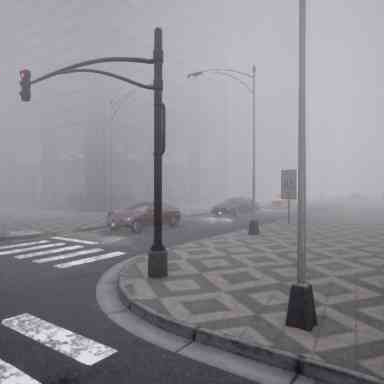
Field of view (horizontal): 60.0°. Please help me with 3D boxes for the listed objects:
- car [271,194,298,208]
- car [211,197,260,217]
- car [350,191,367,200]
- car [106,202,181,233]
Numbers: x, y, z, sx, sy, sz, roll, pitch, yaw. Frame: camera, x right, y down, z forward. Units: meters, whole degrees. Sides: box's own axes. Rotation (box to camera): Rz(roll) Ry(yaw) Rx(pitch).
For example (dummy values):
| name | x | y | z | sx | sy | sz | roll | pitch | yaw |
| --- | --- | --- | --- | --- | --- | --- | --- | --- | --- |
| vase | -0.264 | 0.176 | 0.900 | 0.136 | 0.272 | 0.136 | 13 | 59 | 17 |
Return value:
| name | x | y | z | sx | sy | sz | roll | pitch | yaw |
| --- | --- | --- | --- | --- | --- | --- | --- | --- | --- |
| car | 9.986 | 0.865 | 35.313 | 1.882 | 1.535 | 5.008 | 0 | 1 | 36 |
| car | 3.593 | 1.112 | 26.428 | 2.033 | 1.411 | 5.357 | 0 | 1 | 36 |
| car | 26.377 | 0.560 | 52.683 | 1.812 | 1.442 | 4.674 | 0 | 1 | 36 |
| car | -2.442 | 1.264 | 18.024 | 1.812 | 1.442 | 4.674 | 0 | 1 | 36 |
